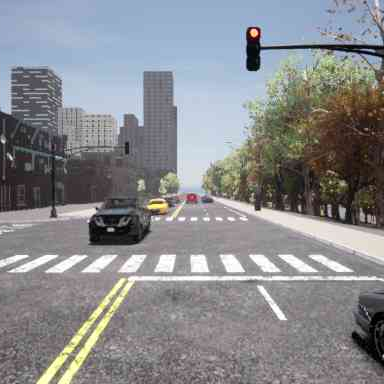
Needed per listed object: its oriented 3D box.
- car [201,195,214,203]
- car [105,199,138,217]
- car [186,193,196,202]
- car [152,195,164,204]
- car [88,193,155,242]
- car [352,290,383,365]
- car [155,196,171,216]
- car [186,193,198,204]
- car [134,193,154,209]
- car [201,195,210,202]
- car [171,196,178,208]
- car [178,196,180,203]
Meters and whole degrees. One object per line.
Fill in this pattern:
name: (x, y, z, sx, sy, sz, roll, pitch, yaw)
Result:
car: (3.222, 1.539, 65.873, 1.994, 1.385, 4.181, 0, 0, 0)
car: (-6.663, 1.482, 32.083, 2.128, 1.511, 4.902, 0, 0, 0)
car: (-0.150, 1.195, 75.712, 2.150, 2.045, 5.566, 0, 0, 0)
car: (-6.657, 1.453, 66.417, 1.882, 1.535, 5.008, 0, 0, 0)
car: (-3.382, 1.218, 16.580, 2.150, 2.045, 5.566, 0, 0, 0)
car: (3.345, 1.547, 2.555, 2.033, 1.411, 5.357, 0, 0, 0)
car: (-3.414, 1.468, 33.260, 1.882, 1.535, 5.008, 0, 0, 0)
car: (-0.032, 1.197, 65.176, 2.150, 2.045, 5.566, 0, 0, 0)
car: (-6.695, 1.202, 47.006, 2.150, 2.045, 5.566, 0, 0, 0)
car: (3.101, 1.447, 75.901, 1.882, 1.535, 5.008, 0, 0, 0)
car: (-3.442, 1.490, 48.259, 1.837, 1.490, 4.892, 0, 0, 0)
car: (-3.408, 1.453, 66.248, 1.882, 1.535, 5.008, 0, 0, 0)
